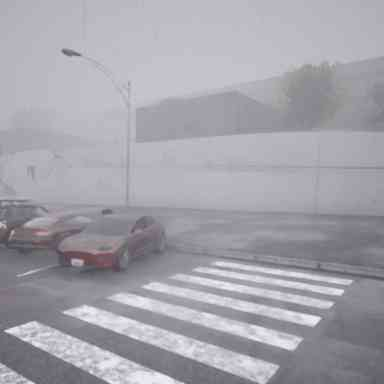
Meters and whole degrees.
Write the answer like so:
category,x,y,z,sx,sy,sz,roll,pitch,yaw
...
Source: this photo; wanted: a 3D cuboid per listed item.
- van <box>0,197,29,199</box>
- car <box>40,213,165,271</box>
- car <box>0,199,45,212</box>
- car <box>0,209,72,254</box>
category,x,y,z,sx,sy,sz,roll,pitch,yaw
van,-9.679,1.236,16.524,1.878,1.987,4.442,0,-1,15
car,-2.411,1.505,11.171,2.163,1.488,4.792,1,-1,15
car,-7.289,1.340,14.648,2.185,1.767,4.553,0,-1,15
car,-4.856,1.511,12.941,2.002,1.452,4.674,0,-1,15
